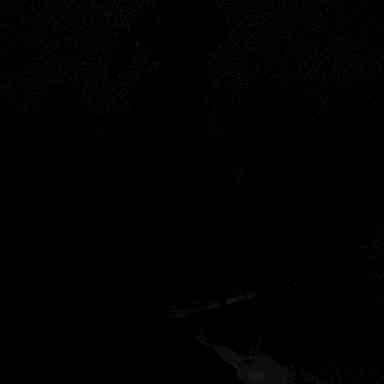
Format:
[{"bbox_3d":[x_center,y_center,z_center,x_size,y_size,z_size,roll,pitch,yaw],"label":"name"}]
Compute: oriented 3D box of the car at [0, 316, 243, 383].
[{"bbox_3d":[-2.093,1.548,1.949,5.357,1.411,2.033,0,0,-36],"label":"car"}]
